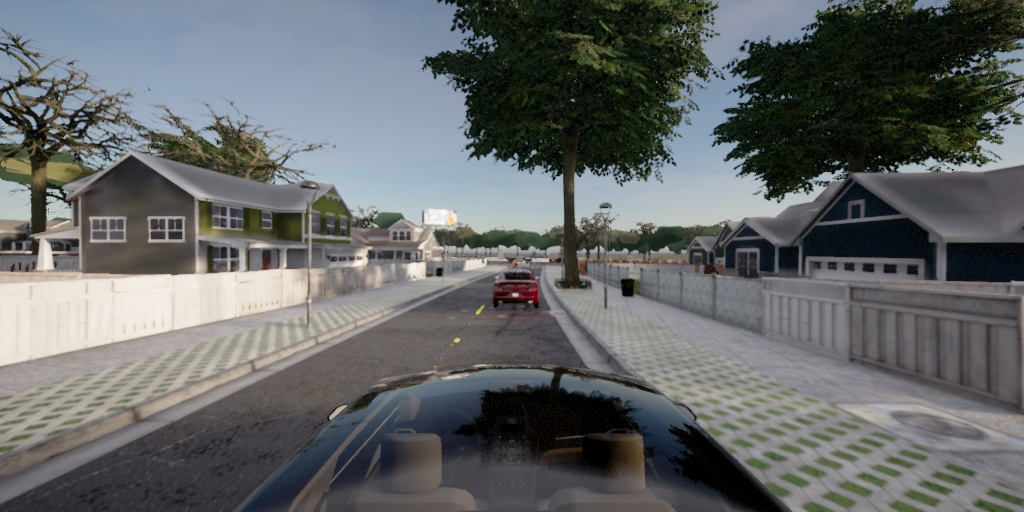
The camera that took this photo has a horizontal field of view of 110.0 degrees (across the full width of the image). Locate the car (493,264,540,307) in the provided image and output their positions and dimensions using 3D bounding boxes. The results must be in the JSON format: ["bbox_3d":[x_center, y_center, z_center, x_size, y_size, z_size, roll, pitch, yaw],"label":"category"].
[{"bbox_3d":[0.228,1.337,16.202,1.882,1.535,5.008,0,0,2],"label":"car"}]

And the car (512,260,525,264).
[{"bbox_3d":[1.021,1.410,30.933,1.837,1.490,4.892,0,0,4],"label":"car"}]

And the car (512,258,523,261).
[{"bbox_3d":[1.179,1.158,63.447,2.097,1.767,4.553,0,0,5],"label":"car"}]
